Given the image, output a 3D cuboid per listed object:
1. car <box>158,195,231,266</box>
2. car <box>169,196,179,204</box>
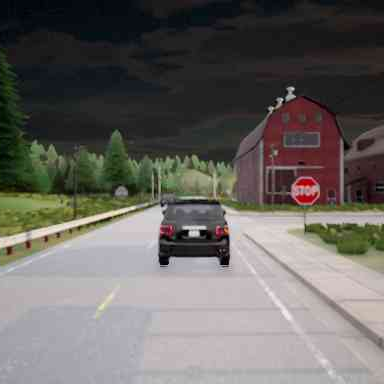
[{"bbox_3d":[0.072,1.231,11.723,2.150,2.045,5.566,0,0,0],"label":"car"},{"bbox_3d":[-3.520,1.561,66.077,1.837,1.490,4.892,0,0,0],"label":"car"}]
